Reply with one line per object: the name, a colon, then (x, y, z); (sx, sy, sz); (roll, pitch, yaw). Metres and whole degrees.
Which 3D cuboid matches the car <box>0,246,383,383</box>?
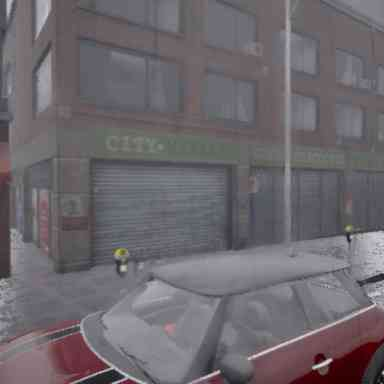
car: (0.091, 1.409, 3.048); (4.097, 1.590, 1.967); (0, 0, -34)
